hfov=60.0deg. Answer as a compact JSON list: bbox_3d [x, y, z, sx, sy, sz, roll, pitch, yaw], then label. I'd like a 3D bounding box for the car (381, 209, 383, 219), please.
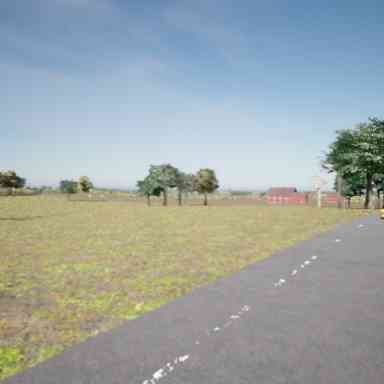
[{"bbox_3d":[23.541,2.419,39.204,1.882,1.535,5.008,1,-1,34],"label":"car"}]
